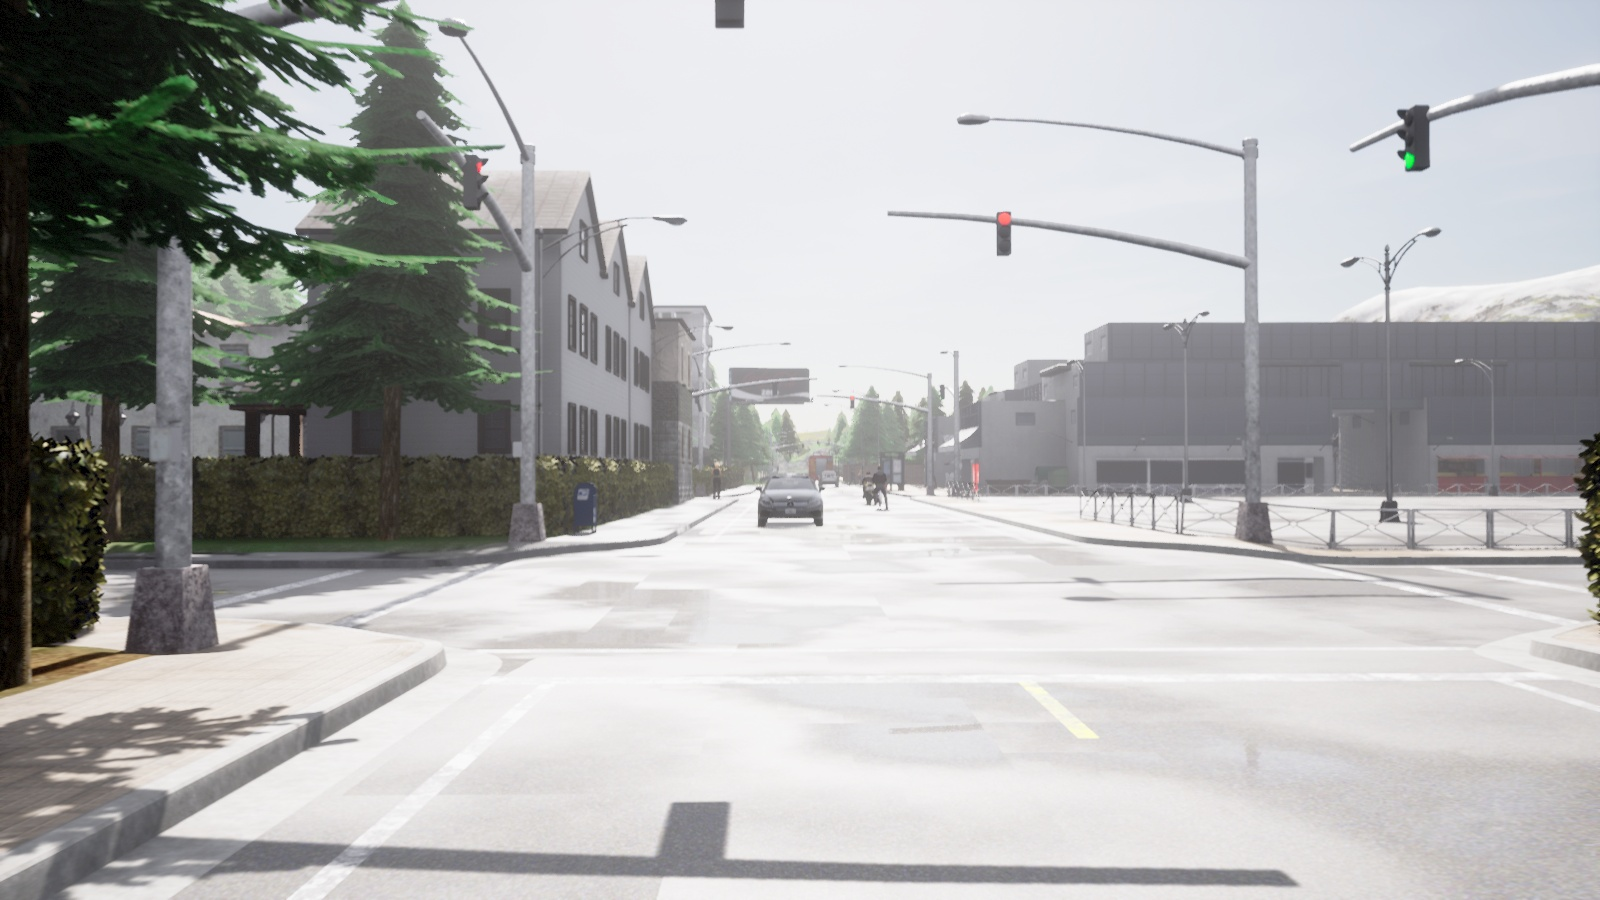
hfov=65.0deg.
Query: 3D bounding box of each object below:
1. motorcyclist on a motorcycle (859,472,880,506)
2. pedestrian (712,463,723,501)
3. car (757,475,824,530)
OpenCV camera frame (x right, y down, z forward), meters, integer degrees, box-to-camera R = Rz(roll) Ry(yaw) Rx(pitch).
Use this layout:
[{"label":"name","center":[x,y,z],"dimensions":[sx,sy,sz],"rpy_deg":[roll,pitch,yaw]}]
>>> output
[{"label":"motorcyclist on a motorcycle","center":[3.101,1.741,56.522],"dimensions":[0.797,1.523,2.044],"rpy_deg":[-1,-1,0]},{"label":"pedestrian","center":[-4.124,1.595,62.669],"dimensions":[0.345,1.836,0.594],"rpy_deg":[-1,-1,13]},{"label":"car","center":[-0.264,1.471,36.462],"dimensions":[1.812,1.442,4.674],"rpy_deg":[-1,-1,0]}]
